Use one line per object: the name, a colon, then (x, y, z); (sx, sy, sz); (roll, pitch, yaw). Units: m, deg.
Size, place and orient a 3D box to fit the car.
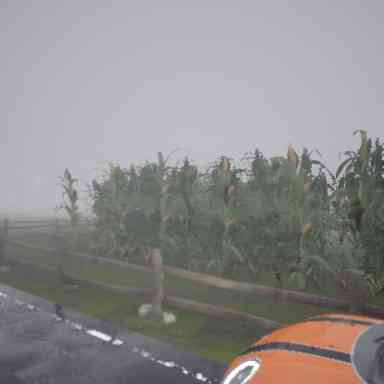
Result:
car: (2.346, 1.516, 2.165); (4.553, 1.767, 2.097); (-1, -4, 39)
